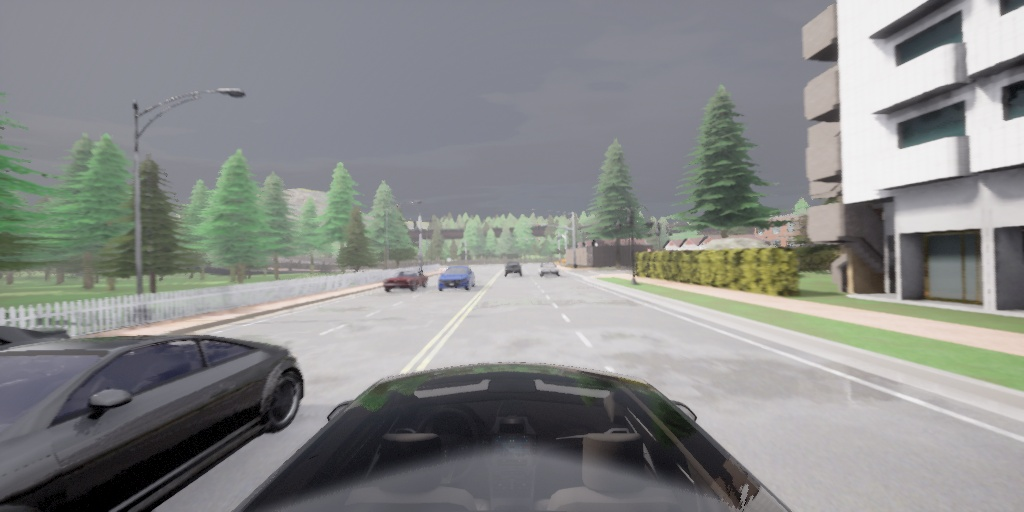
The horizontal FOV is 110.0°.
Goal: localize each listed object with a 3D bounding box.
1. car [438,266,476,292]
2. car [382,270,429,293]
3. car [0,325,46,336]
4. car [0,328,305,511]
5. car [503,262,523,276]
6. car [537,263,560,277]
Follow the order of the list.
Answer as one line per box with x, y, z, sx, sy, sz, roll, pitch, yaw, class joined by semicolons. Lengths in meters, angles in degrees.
-3.520;1.408;23.464;1.882;1.535;5.008;-2;-1;1;car
-7.006;1.629;24.043;1.895;1.301;4.718;-2;0;0;car
-7.183;1.459;3.134;1.837;1.490;4.892;-2;0;0;car
-3.683;1.421;2.929;1.994;1.385;4.181;-2;0;0;car
0.143;1.393;39.496;1.837;1.490;4.892;-2;0;0;car
3.626;1.381;36.437;1.895;1.301;4.718;-2;0;0;car
